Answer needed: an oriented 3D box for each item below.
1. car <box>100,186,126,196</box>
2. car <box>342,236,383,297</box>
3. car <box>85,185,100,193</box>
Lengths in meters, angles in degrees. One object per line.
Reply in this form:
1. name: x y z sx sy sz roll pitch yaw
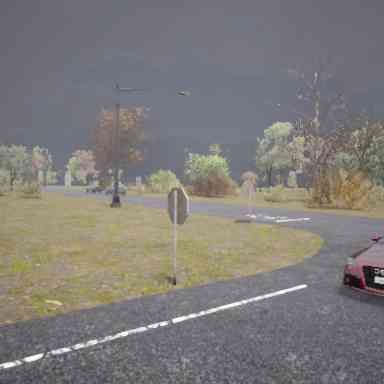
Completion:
1. car: -11.932 -0.230 51.669 2.128 1.511 4.902 0 2 -36
2. car: 5.350 1.504 7.684 4.181 1.385 1.994 -2 1 -36
3. car: -17.771 -0.539 59.793 1.837 1.490 4.892 0 2 -36
